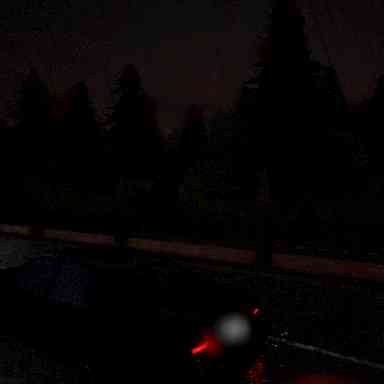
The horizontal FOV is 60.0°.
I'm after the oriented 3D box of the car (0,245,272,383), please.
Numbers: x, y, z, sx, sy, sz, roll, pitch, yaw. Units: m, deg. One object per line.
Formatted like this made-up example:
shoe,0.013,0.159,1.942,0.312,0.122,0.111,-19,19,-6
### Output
car,-1.575,1.571,5.119,5.357,1.411,2.033,0,0,35
